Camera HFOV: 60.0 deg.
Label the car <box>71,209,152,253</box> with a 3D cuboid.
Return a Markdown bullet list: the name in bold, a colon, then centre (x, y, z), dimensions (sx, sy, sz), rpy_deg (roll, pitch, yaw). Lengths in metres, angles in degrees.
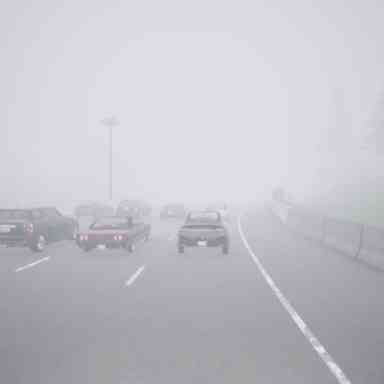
- **car**: centre (-2.967, 1.613, 13.743), dimensions (1.895, 1.301, 4.718), rpy_deg (0, 0, 4)

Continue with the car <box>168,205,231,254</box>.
- **car**: centre (0.521, 1.492, 13.449), dimensions (2.128, 1.511, 4.902), rpy_deg (0, 0, 4)

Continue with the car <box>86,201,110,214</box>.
- **car**: centre (-8.301, 1.492, 28.747), dimensions (2.128, 1.511, 4.902), rpy_deg (0, 0, 9)

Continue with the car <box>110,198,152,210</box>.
- **car**: centre (-4.845, 1.363, 28.192), dimensions (2.097, 1.767, 4.553), rpy_deg (0, 0, 9)

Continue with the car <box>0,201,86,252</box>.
- **car**: centre (-6.462, 1.363, 13.947), dimensions (2.097, 1.767, 4.553), rpy_deg (0, 0, 4)

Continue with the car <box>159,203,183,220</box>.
- **car**: centre (-1.380, 1.570, 27.696), dimensions (1.994, 1.385, 4.181), rpy_deg (0, 0, 9)

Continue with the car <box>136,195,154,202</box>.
- **car**: centre (-11.458, 1.521, 81.551), dimensions (2.128, 1.511, 4.902), rpy_deg (0, 0, 22)
